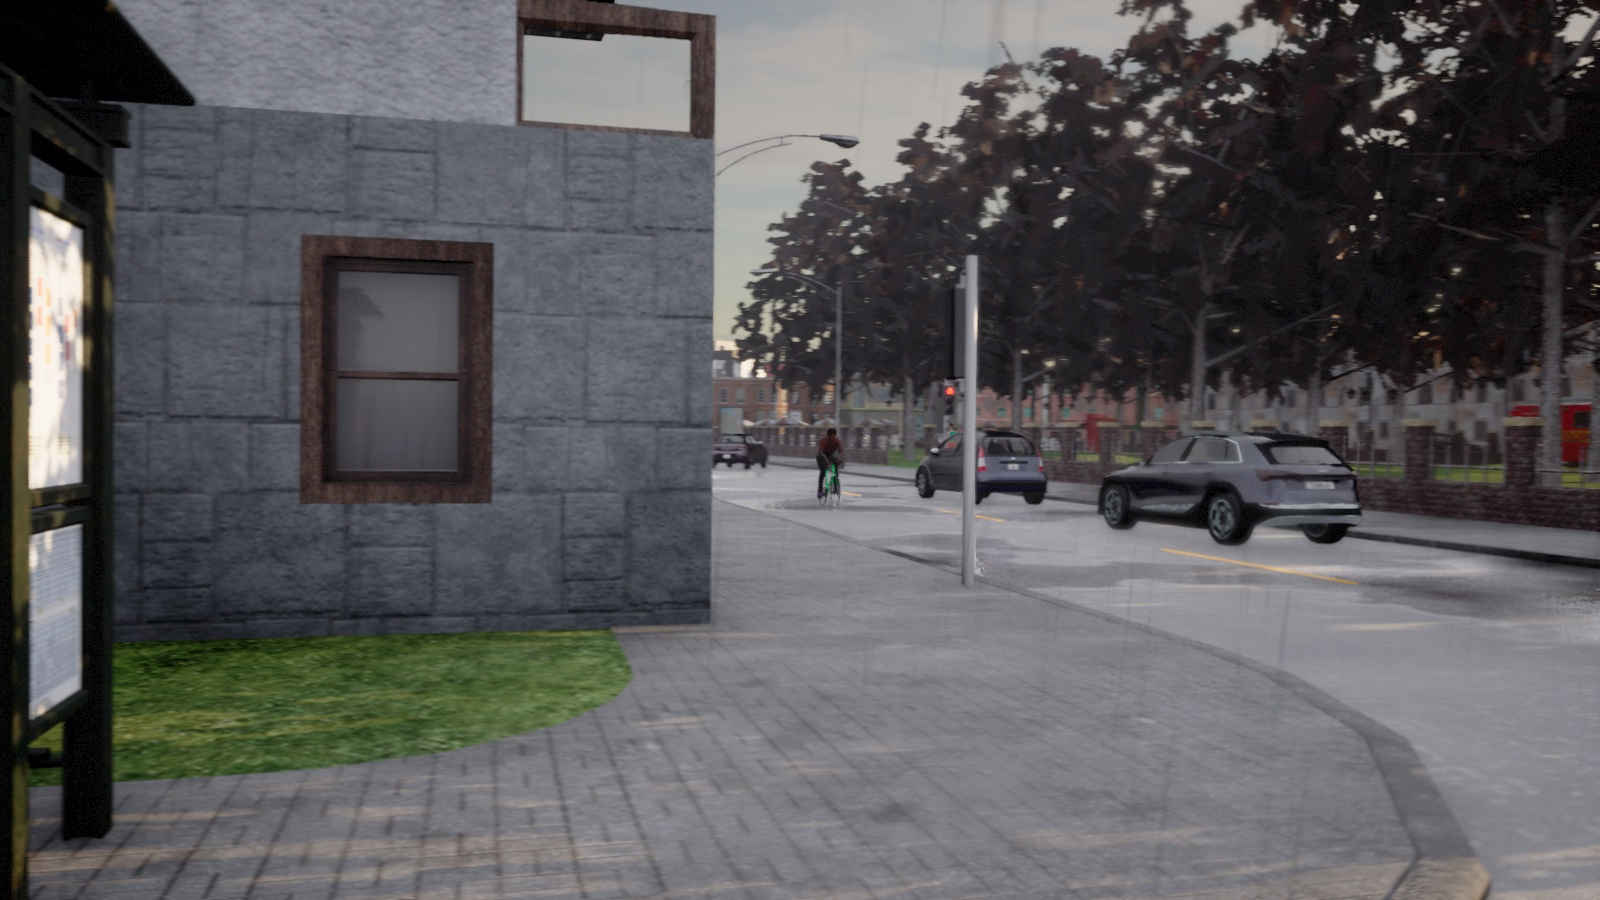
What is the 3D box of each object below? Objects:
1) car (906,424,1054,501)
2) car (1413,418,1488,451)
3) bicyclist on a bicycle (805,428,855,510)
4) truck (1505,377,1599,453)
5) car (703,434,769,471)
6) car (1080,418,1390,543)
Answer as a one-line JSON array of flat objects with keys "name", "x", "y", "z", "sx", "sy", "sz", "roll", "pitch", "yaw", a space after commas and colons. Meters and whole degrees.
[{"name": "car", "x": 4.025, "y": 0.229, "z": 28.790, "sx": 1.851, "sy": 1.617, "sz": 3.988, "roll": -1, "pitch": 1, "yaw": -16}, {"name": "car", "x": 38.816, "y": -0.946, "z": 75.040, "sx": 1.905, "sy": 1.878, "sz": 3.866, "roll": -1, "pitch": 1, "yaw": -14}, {"name": "bicyclist on a bicycle", "x": 0.595, "y": 0.366, "z": 25.816, "sx": 0.582, "sy": 1.620, "sz": 1.656, "roll": -1, "pitch": 1, "yaw": -14}, {"name": "truck", "x": 41.288, "y": -1.793, "z": 65.411, "sx": 2.891, "sy": 3.827, "sz": 8.468, "roll": -1, "pitch": 1, "yaw": -14}, {"name": "car", "x": -2.614, "y": 0.078, "z": 52.058, "sx": 1.816, "sy": 1.474, "sz": 4.193, "roll": 0, "pitch": 1, "yaw": 10}, {"name": "car", "x": 6.467, "y": 0.371, "z": 19.388, "sx": 2.033, "sy": 1.649, "sz": 4.856, "roll": -1, "pitch": 1, "yaw": -17}]
